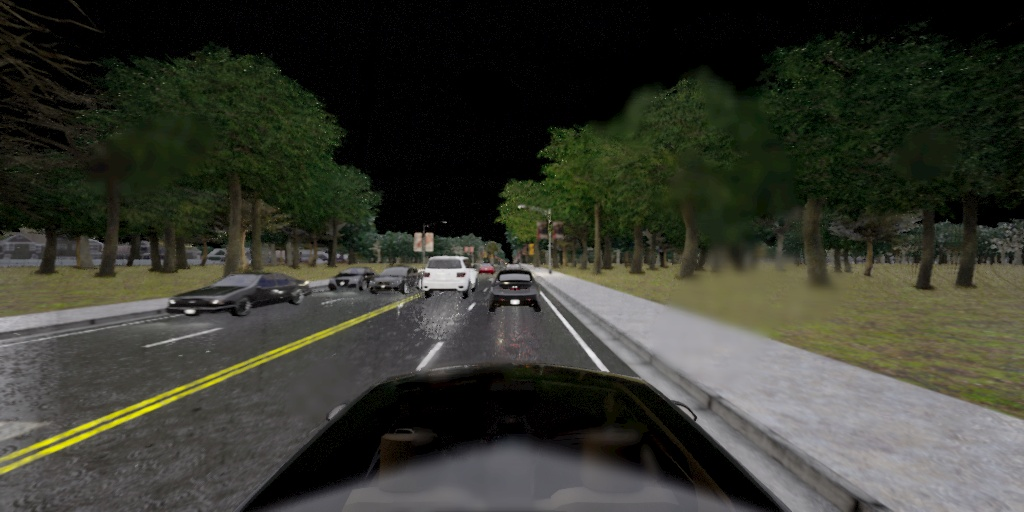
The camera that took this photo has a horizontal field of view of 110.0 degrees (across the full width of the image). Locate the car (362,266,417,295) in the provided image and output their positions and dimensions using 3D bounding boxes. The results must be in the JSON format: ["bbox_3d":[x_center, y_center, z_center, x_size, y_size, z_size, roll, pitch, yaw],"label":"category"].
[{"bbox_3d":[-6.510,1.326,20.565,1.837,1.490,4.892,0,-1,0],"label":"car"}]

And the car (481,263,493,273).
[{"bbox_3d":[-3.131,1.558,45.416,1.994,1.385,4.181,0,0,0],"label":"car"}]

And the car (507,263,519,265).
[{"bbox_3d":[0.116,1.480,37.665,2.033,1.411,5.357,0,0,0],"label":"car"}]

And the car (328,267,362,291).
[{"bbox_3d":[-9.741,1.393,22.581,1.994,1.385,4.181,0,0,0],"label":"car"}]

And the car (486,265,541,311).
[{"bbox_3d":[0.106,1.297,14.563,1.837,1.490,4.892,0,0,0],"label":"car"}]

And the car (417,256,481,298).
[{"bbox_3d":[-3.143,1.034,19.056,2.150,2.045,5.566,0,0,0],"label":"car"}]

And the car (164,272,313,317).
[{"bbox_3d":[-9.836,1.334,13.664,2.033,1.411,5.357,0,0,1],"label":"car"}]
